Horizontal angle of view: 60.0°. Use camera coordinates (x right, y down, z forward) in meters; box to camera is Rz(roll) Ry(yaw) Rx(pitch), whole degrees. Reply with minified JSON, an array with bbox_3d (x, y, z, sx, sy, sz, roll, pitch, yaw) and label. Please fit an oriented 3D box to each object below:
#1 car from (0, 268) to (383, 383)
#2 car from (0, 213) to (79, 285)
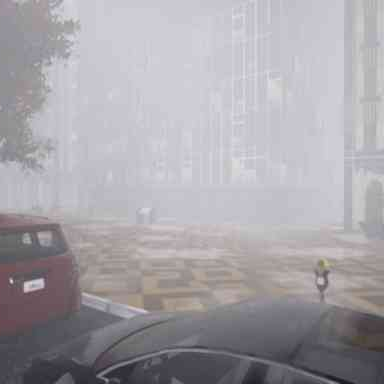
[{"bbox_3d":[0.489,1.563,2.529,4.313,1.339,1.947,0,0,35],"label":"car"},{"bbox_3d":[-4.008,1.294,5.733,5.009,1.841,2.192,0,0,35],"label":"car"}]
